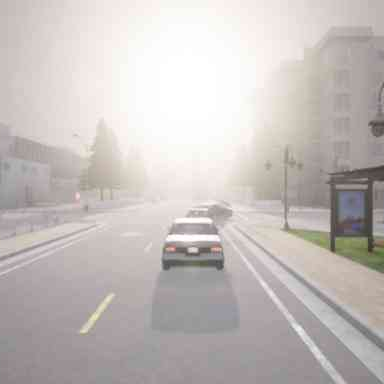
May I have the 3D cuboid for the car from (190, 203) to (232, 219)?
[{"bbox_3d":[1.454,1.546,25.725,2.033,1.411,5.357,0,0,26],"label":"car"}]

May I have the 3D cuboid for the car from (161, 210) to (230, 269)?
[{"bbox_3d":[0.046,1.547,11.084,2.033,1.411,5.357,0,0,0],"label":"car"}]
